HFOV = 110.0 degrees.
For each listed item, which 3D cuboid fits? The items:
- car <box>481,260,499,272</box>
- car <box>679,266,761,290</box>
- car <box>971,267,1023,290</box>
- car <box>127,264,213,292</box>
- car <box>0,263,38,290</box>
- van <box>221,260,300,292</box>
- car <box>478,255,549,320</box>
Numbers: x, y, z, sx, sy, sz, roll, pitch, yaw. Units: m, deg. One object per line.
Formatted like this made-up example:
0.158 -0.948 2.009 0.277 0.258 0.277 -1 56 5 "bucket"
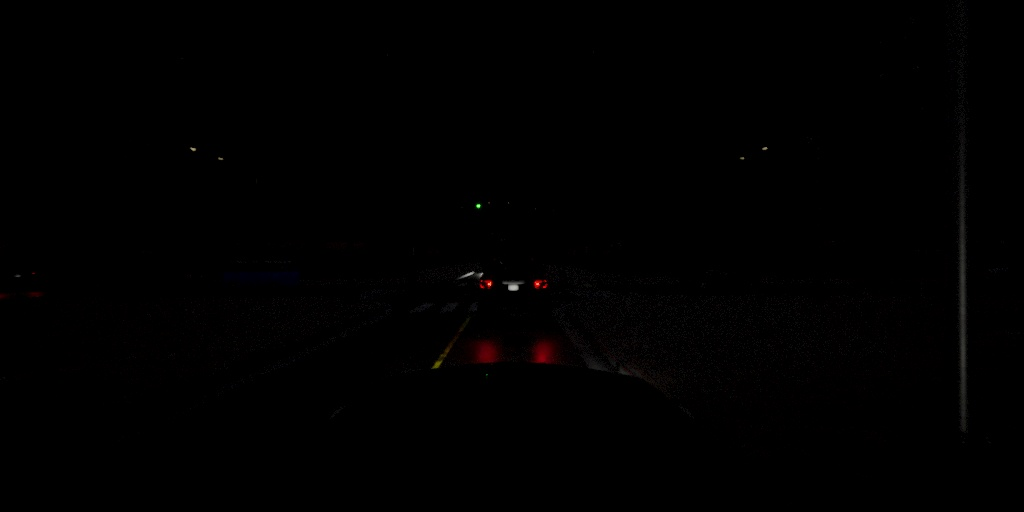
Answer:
-2.860 1.310 47.595 2.128 1.511 4.902 0 0 0 "car"
12.249 1.283 21.274 4.403 1.370 2.007 0 0 0 "car"
29.285 1.288 21.365 4.207 1.307 1.802 0 0 0 "car"
-20.228 1.257 21.100 4.097 1.591 1.967 0 0 0 "car"
-31.285 1.203 21.155 4.553 1.767 2.097 0 0 0 "car"
-14.753 1.142 21.129 3.998 1.789 1.690 0 0 0 "van"
0.059 0.981 12.728 2.150 2.045 5.566 0 0 0 "car"
